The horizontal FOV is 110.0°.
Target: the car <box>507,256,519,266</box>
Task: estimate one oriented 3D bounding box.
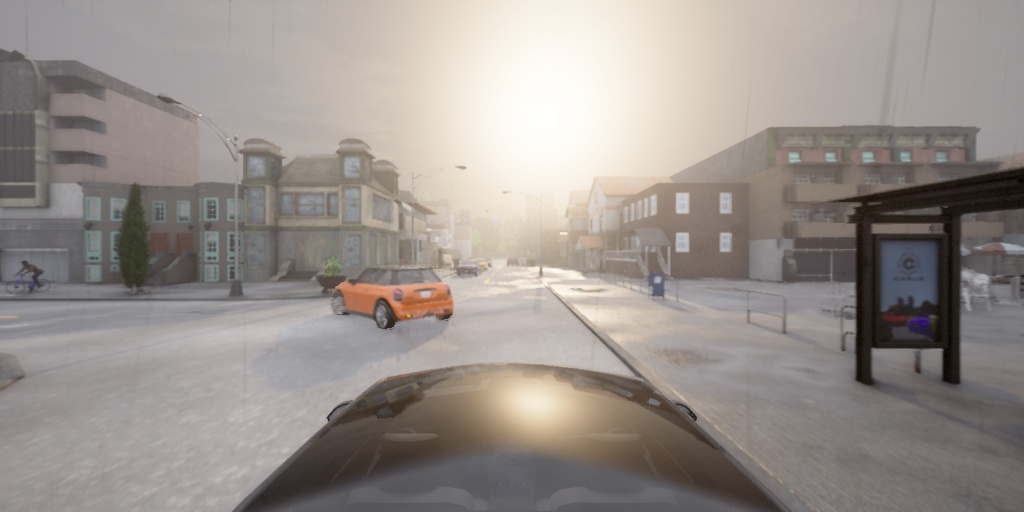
[{"bbox_3d":[0.170,0.822,64.968,2.097,1.767,4.553,0,0,0],"label":"car"}]

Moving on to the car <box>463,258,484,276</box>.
[{"bbox_3d":[-4.060,1.086,34.268,1.882,1.535,5.008,0,0,0],"label":"car"}]

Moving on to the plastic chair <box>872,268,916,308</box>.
[{"bbox_3d":[14.715,1.218,13.832,0.730,1.272,0.750,0,0,0],"label":"plastic chair"}]

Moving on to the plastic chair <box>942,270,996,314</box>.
[{"bbox_3d":[15.814,1.223,12.431,0.750,1.272,0.730,0,0,0],"label":"plastic chair"}]

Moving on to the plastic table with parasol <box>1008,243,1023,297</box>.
[{"bbox_3d":[22.529,0.597,16.592,2.482,2.480,2.482,0,0,0],"label":"plastic table with parasol"}]

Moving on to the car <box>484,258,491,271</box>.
[{"bbox_3d":[-4.031,1.043,43.918,1.882,1.535,5.008,0,0,0],"label":"car"}]

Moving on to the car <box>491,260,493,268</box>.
[{"bbox_3d":[-3.941,1.024,54.356,1.837,1.490,4.892,0,0,0],"label":"car"}]

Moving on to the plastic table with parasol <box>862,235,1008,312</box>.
[{"bbox_3d":[15.935,0.613,13.711,2.482,2.480,2.482,0,0,0],"label":"plastic table with parasol"}]

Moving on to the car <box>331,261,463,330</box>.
[{"bbox_3d":[-3.884,1.062,11.310,4.553,1.767,2.097,0,1,44],"label":"car"}]

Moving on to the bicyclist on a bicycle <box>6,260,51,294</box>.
[{"bbox_3d":[-24.000,1.041,17.816,0.582,1.620,1.656,0,1,0],"label":"bicyclist on a bicycle"}]
